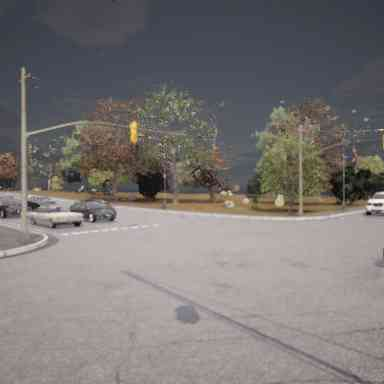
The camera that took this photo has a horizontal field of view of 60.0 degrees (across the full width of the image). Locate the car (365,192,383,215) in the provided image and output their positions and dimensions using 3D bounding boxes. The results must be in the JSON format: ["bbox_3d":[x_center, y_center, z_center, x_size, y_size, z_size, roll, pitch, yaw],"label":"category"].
[{"bbox_3d":[17.625,1.042,30.323,2.150,2.045,5.566,0,0,42],"label":"car"}]

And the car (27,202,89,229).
[{"bbox_3d":[-9.003,1.569,21.879,4.718,1.301,1.895,1,1,44],"label":"car"}]

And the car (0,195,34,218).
[{"bbox_3d":[-15.549,1.328,28.257,4.892,1.490,1.837,2,2,44],"label":"car"}]

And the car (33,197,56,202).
[{"bbox_3d":[-14.390,1.250,32.013,4.902,1.511,2.128,2,2,44],"label":"car"}]

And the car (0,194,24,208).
[{"bbox_3d":[-21.602,1.007,39.054,4.718,1.301,1.895,3,3,44],"label":"car"}]

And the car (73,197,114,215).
[{"bbox_3d":[-9.726,1.332,32.655,4.674,1.442,1.812,2,2,44],"label":"car"}]

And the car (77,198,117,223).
[{"bbox_3d":[-7.628,1.438,25.426,4.892,1.490,1.837,1,1,44],"label":"car"}]
